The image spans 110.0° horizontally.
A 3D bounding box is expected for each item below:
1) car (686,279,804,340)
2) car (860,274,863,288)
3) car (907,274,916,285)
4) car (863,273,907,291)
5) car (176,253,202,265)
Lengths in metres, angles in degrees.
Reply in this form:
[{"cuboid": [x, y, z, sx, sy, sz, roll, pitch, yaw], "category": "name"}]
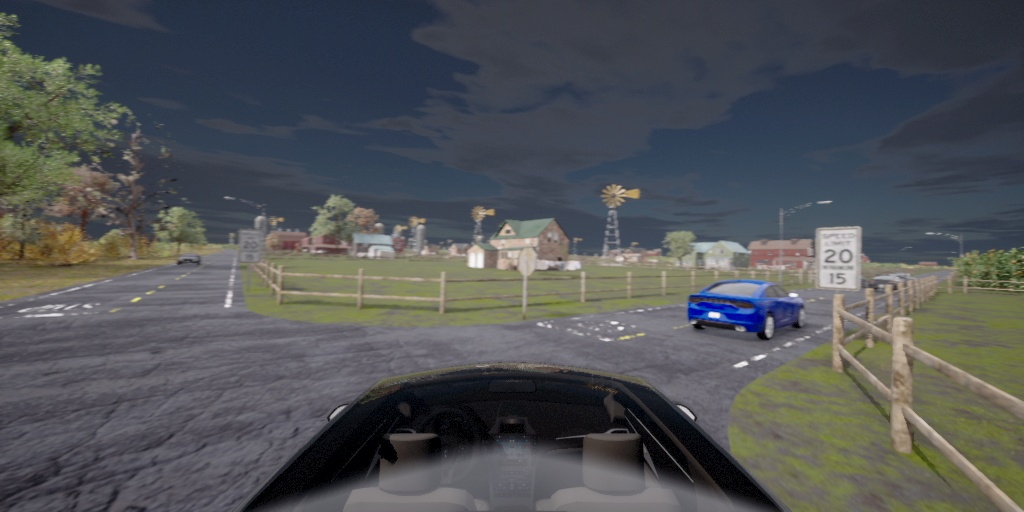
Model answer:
[{"cuboid": [7.274, 1.467, 10.996, 5.008, 1.535, 1.882, 2, -1, -38], "category": "car"}, {"cuboid": [33.112, 2.385, 35.043, 5.357, 1.411, 2.033, 2, -1, -38], "category": "car"}, {"cuboid": [39.509, 2.504, 36.610, 4.892, 1.490, 1.837, 2, -1, -38], "category": "car"}, {"cuboid": [31.261, 2.271, 29.996, 4.674, 1.442, 1.812, 2, -1, -38], "category": "car"}, {"cuboid": [-37.537, 0.337, 41.816, 1.994, 1.385, 4.181, 2, 0, -37], "category": "car"}]
